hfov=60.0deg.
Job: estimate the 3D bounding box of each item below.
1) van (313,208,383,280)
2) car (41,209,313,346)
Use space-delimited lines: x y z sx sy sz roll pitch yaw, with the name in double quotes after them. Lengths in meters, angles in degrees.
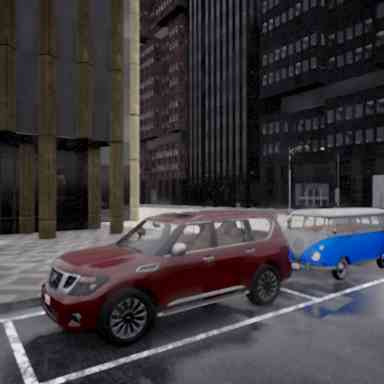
4.349 1.374 9.736 3.998 1.788 1.690 0 0 -35 "van"
-0.155 1.328 6.537 5.009 1.841 2.192 0 0 -35 "car"
